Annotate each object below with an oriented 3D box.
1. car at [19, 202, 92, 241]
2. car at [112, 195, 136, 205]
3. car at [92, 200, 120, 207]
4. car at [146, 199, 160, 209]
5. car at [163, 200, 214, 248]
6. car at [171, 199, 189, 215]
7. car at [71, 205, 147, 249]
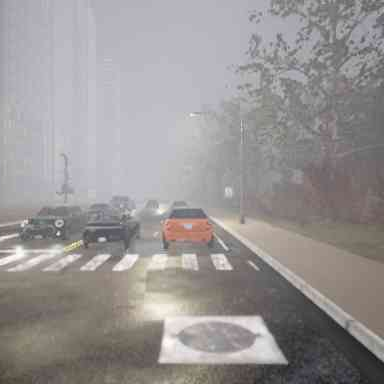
[{"bbox_3d":[-6.976,1.443,17.189,2.097,1.767,4.553,0,0,-2],"label":"car"},{"bbox_3d":[-8.028,1.405,37.481,2.150,2.045,5.566,0,0,-4],"label":"car"},{"bbox_3d":[-7.430,1.642,27.133,1.837,1.490,4.892,0,0,-4],"label":"car"},{"bbox_3d":[-5.765,1.707,48.622,1.882,1.535,5.008,0,0,-6],"label":"car"},{"bbox_3d":[-0.216,1.430,15.398,2.097,1.767,4.553,0,0,-2],"label":"car"},{"bbox_3d":[-1.442,1.655,37.521,1.882,1.535,5.008,0,0,-4],"label":"car"},{"bbox_3d":[-3.447,1.569,14.874,2.128,1.511,4.902,0,0,-2],"label":"car"}]
